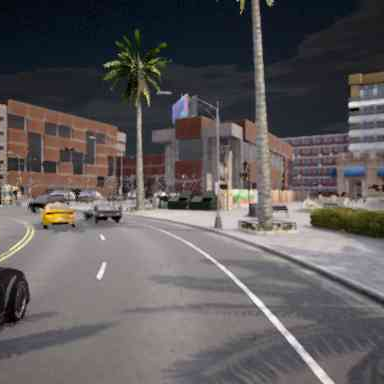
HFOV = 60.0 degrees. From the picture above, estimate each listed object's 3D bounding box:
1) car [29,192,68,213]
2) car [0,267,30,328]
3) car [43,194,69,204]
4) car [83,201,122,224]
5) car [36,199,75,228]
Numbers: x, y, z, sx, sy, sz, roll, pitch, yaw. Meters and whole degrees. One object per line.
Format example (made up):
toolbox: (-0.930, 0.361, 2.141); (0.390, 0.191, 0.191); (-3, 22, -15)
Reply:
car: (-15.931, 1.293, 36.682); (5.566, 2.045, 2.150); (0, 0, 43)
car: (-3.882, 1.578, 4.493); (1.994, 1.385, 4.181); (0, 0, -5)
car: (-26.582, 1.372, 64.969); (4.553, 1.767, 2.185); (0, 0, 28)
car: (-6.956, 1.638, 25.539); (1.895, 1.301, 4.718); (0, 0, -30)
car: (-9.265, 1.519, 22.707); (1.882, 1.535, 5.008); (0, 0, -28)
